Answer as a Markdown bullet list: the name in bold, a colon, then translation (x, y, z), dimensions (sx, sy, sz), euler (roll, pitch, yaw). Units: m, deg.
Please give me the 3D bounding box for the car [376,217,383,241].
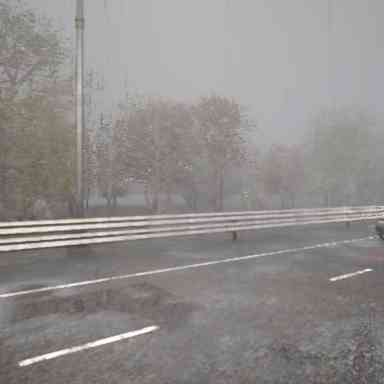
- **car**: translation (10.715, 1.583, 15.982), dimensions (4.902, 1.511, 2.128), euler (0, 0, -36)
